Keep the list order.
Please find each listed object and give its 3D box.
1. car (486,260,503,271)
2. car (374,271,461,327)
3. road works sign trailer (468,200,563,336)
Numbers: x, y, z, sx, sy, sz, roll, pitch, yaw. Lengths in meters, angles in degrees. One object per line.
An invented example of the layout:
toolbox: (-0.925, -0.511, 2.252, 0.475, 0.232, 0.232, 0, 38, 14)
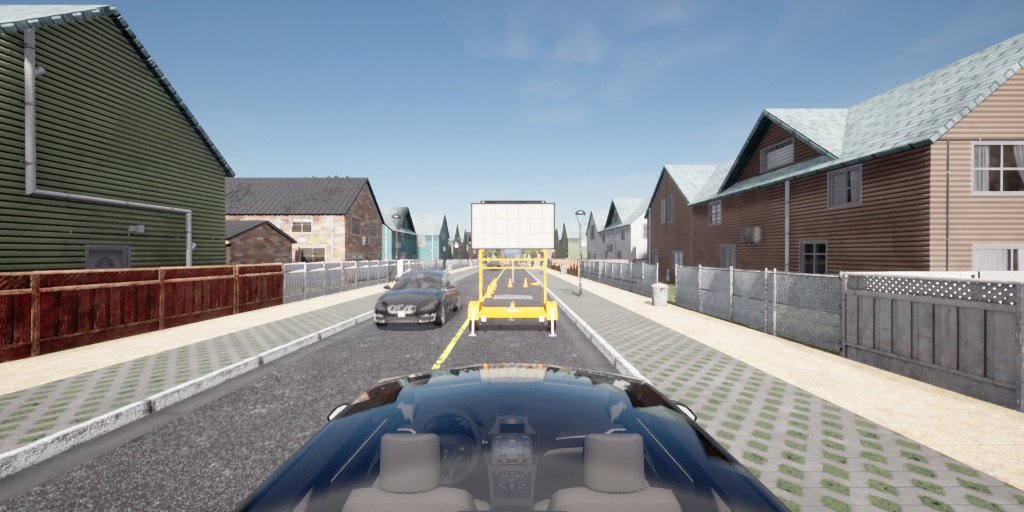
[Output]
car: (-2.726, 1.368, 52.544, 1.882, 1.535, 5.008, 0, 0, 0)
car: (-2.826, 1.256, 11.594, 1.837, 1.490, 4.892, 0, 0, 0)
road works sign trailer: (0.029, 0.215, 10.350, 2.380, 3.560, 2.880, 0, 0, 1)
